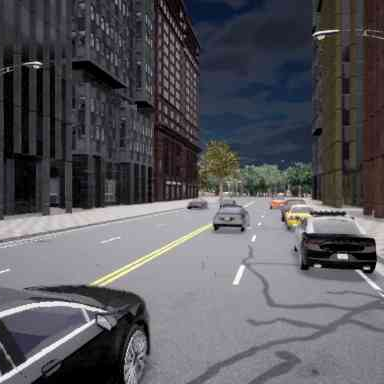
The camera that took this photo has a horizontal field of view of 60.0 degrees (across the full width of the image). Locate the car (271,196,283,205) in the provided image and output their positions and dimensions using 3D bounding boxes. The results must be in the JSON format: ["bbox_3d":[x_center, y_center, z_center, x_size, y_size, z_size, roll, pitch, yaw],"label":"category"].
[{"bbox_3d":[15.276,1.541,59.976,2.033,1.411,5.357,0,0,14],"label":"car"}]

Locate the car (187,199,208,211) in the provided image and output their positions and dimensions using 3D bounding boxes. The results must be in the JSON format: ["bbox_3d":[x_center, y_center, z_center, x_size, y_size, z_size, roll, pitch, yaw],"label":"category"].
[{"bbox_3d":[0.807,1.545,42.054,2.033,1.411,5.357,0,0,14],"label":"car"}]

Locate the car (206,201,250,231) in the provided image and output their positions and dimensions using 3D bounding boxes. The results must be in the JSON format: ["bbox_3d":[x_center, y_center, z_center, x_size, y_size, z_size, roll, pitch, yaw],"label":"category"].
[{"bbox_3d":[2.522,1.546,20.638,2.033,1.411,5.357,0,0,14],"label":"car"}]

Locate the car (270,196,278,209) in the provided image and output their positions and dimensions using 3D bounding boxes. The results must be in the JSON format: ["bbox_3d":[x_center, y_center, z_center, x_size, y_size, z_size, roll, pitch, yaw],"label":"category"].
[{"bbox_3d":[11.664,1.348,45.008,2.097,1.767,4.553,0,0,14],"label":"car"}]

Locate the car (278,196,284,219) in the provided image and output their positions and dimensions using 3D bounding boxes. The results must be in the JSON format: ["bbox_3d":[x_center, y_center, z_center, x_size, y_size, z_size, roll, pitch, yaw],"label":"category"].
[{"bbox_3d":[8.142,1.350,26.327,2.097,1.767,4.553,0,0,14],"label":"car"}]

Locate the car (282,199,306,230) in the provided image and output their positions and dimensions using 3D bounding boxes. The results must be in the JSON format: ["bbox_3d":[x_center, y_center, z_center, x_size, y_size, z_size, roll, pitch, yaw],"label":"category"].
[{"bbox_3d":[6.783,1.455,20.709,1.801,1.575,5.366,0,0,14],"label":"car"}]

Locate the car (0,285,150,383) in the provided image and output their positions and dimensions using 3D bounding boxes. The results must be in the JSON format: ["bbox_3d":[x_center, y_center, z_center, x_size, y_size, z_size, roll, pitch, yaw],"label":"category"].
[{"bbox_3d":[-1.856,1.490,2.535,2.128,1.511,4.902,0,0,14],"label":"car"}]

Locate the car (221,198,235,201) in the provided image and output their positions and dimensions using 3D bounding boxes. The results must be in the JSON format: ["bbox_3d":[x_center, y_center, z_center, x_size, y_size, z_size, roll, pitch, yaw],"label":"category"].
[{"bbox_3d":[4.877,1.560,45.049,1.994,1.385,4.181,0,0,14],"label":"car"}]

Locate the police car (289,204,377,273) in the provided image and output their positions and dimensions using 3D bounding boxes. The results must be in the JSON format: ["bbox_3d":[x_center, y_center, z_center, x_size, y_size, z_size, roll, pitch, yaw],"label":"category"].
[{"bbox_3d":[4.414,1.425,10.911,1.930,1.638,5.238,0,0,14],"label":"police car"}]
